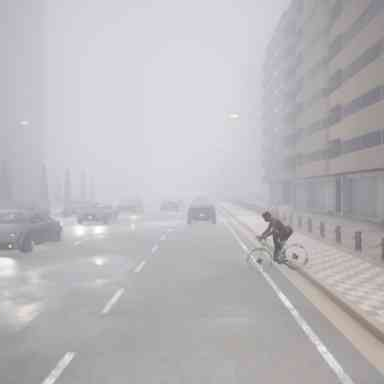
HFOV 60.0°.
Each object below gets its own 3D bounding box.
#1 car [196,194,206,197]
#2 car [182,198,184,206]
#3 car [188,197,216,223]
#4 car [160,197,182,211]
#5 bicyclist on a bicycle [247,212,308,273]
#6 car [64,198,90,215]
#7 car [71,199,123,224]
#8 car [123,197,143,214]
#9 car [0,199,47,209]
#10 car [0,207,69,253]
[{"bbox_3d":[1.302,1.115,47.352,2.097,1.767,4.553,0,0,1],"label":"car"},{"bbox_3d":[-2.178,1.353,49.047,1.895,1.301,4.718,0,0,1],"label":"car"},{"bbox_3d":[0.709,1.355,24.180,1.882,1.535,5.008,0,0,2],"label":"car"},{"bbox_3d":[-2.439,1.336,37.397,1.812,1.442,4.674,0,0,1],"label":"car"},{"bbox_3d":[2.253,1.341,8.959,1.656,1.620,0.582,-6,0,2],"label":"bicyclist on a bicycle"},{"bbox_3d":[-9.827,1.354,29.455,1.837,1.490,4.892,0,0,2],"label":"car"},{"bbox_3d":[-6.507,1.445,23.303,1.994,1.385,4.181,0,0,1],"label":"car"},{"bbox_3d":[-6.188,1.307,33.535,1.882,1.535,5.008,0,0,2],"label":"car"},{"bbox_3d":[-10.109,1.251,19.500,2.097,1.767,4.553,0,0,1],"label":"car"},{"bbox_3d":[-6.783,1.496,13.178,1.994,1.385,4.181,0,0,1],"label":"car"}]
